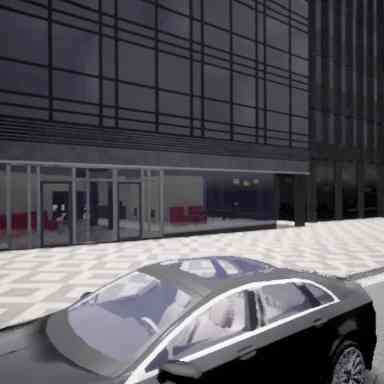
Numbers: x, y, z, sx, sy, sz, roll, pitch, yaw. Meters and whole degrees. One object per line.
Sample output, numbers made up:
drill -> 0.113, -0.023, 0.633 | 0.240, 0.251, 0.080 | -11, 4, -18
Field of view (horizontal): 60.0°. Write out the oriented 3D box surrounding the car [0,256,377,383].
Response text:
car -> -0.036, 1.504, 3.351 | 4.902, 1.511, 2.128 | 1, 0, -35
